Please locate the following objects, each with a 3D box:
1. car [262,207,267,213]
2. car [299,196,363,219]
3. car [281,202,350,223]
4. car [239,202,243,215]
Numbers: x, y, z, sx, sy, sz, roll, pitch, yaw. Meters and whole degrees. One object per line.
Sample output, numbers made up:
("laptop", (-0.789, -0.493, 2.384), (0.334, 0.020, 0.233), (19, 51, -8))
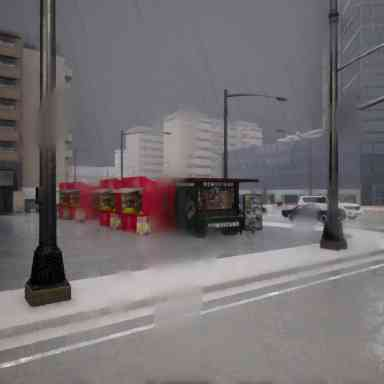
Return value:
("car", (5.953, 1.789, 37.708), (2.033, 1.411, 5.357), (0, -1, -36))
("car", (11.977, 1.339, 29.419), (2.150, 2.045, 5.566), (0, -1, -36))
("car", (9.649, 1.707, 26.689), (1.895, 1.301, 4.718), (0, -1, -37))
("car", (3.965, 1.769, 34.484), (2.033, 1.411, 5.357), (0, -1, -37))
